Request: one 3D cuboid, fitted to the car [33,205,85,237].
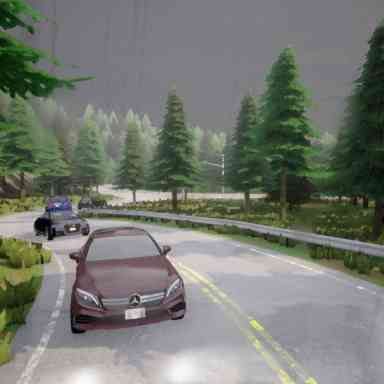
[{"bbox_3d":[-7.053,1.664,17.794,1.994,1.385,4.181,-4,2,-38],"label":"car"}]

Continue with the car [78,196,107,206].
[{"bbox_3d":[-12.707,1.289,42.818,2.097,1.767,4.553,2,2,13],"label":"car"}]

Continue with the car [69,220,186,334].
[{"bbox_3d":[-1.519,1.523,7.077,1.812,1.442,4.674,-2,0,-17],"label":"car"}]

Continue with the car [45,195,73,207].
[{"bbox_3d":[-12.853,1.326,32.229,2.150,2.045,5.566,-1,0,-18],"label":"car"}]
